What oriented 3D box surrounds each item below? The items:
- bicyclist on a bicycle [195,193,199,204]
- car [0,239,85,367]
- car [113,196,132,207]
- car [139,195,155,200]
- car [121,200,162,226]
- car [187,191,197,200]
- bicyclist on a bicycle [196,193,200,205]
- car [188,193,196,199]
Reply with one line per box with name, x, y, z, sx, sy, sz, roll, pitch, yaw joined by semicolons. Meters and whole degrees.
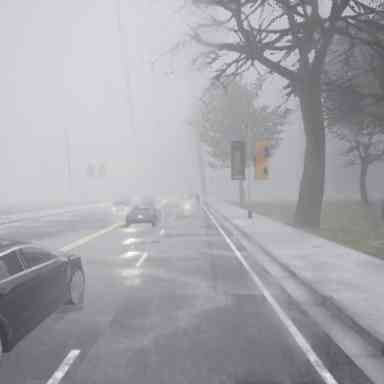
bicyclist on a bicycle;0.907;1.100;56.713;0.659;1.776;1.843;0;0;0
car;-3.148;1.466;5.042;2.128;1.511;4.902;0;0;0
car;-9.812;1.250;47.283;1.882;1.535;5.008;0;0;0
car;-6.550;1.270;48.985;1.837;1.490;4.892;0;0;0
car;-3.144;1.455;22.175;1.994;1.385;4.181;0;0;0
car;0.019;0.870;76.578;2.150;2.045;5.566;0;0;0
bicyclist on a bicycle;0.905;1.140;47.710;0.659;1.776;1.843;0;0;0
car;0.022;1.015;89.014;1.994;1.385;4.181;0;0;0
